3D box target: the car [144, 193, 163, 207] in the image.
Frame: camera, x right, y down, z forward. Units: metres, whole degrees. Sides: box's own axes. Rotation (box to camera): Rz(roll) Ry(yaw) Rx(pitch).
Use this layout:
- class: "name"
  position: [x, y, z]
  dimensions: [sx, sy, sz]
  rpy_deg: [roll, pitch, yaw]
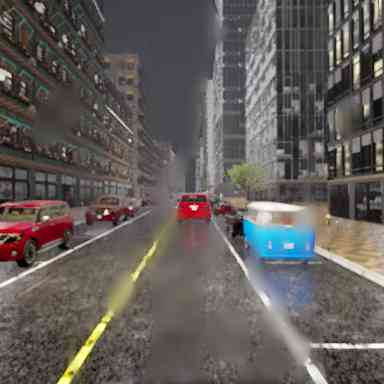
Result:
- class: "car"
  position: [-5.603, 1.038, 45.546]
  dimensions: [2.192, 1.841, 5.009]
  rpy_deg: [1, 0, 0]

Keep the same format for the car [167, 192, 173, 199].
- class: "car"
  position: [-5.552, 0.815, 79.733]
  dimensions: [2.192, 1.841, 5.009]
  rpy_deg: [1, 0, 0]

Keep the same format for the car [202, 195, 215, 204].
- class: "car"
  position: [2.756, 1.195, 56.806]
  dimensions: [1.887, 1.381, 4.507]
  rpy_deg: [1, 0, 0]

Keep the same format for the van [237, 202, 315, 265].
- class: "van"
  position: [2.736, 1.277, 11.223]
  dimensions: [1.690, 1.788, 3.998]
  rpy_deg: [1, 0, 0]

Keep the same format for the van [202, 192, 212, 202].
- class: "van"
  position: [2.769, 0.954, 62.502]
  dimensions: [1.690, 1.788, 3.998]
  rpy_deg: [1, 0, 0]

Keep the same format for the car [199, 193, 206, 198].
- class: "car"
  position: [2.807, 0.951, 91.161]
  dimensions: [1.752, 1.417, 4.829]
  rpy_deg: [1, 0, 0]

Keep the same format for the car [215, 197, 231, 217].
- class: "car"
  position: [2.714, 1.415, 28.317]
  dimensions: [1.802, 1.307, 4.206]
  rpy_deg: [1, 0, 0]

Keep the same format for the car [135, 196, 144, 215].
- class: "car"
  position: [-5.630, 1.271, 28.453]
  dimensions: [1.967, 1.590, 4.097]
  rpy_deg: [1, 0, 0]

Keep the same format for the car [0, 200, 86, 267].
- class: "car"
  position: [-5.653, 1.249, 11.356]
  dimensions: [2.192, 1.841, 5.009]
  rpy_deg: [1, 0, 0]

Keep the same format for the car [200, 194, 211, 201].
- class: "car"
  position: [2.772, 1.142, 68.201]
  dimensions: [1.947, 1.339, 4.313]
  rpy_deg: [1, 0, 0]

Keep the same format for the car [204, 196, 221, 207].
- class: "car"
  position: [2.739, 1.291, 45.411]
  dimensions: [1.947, 1.339, 4.313]
  rpy_deg: [1, 0, 0]

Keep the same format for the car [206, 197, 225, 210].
- class: "car"
  position: [2.731, 1.327, 39.712]
  dimensions: [1.947, 1.339, 4.313]
  rpy_deg: [1, 0, 0]

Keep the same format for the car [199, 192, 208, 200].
- class: "car"
  position: [2.792, 0.942, 79.596]
  dimensions: [1.967, 1.590, 4.097]
  rpy_deg: [1, 0, 0]

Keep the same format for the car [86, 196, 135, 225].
- class: "car"
  position: [-5.636, 1.181, 22.752]
  dimensions: [2.192, 1.841, 5.009]
  rpy_deg: [1, 0, 0]

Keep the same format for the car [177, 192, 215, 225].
- class: "car"
  position: [0.136, 1.089, 22.969]
  dimensions: [2.150, 2.045, 5.566]
  rpy_deg: [0, 1, 0]

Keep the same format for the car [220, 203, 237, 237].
- class: "car"
  position: [2.706, 1.468, 16.921]
  dimensions: [1.947, 1.339, 4.313]
  rpy_deg: [1, 0, 0]

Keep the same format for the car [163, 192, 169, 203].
- class: "car"
  position: [-5.591, 1.215, 56.943]
  dimensions: [1.947, 1.339, 4.313]
  rpy_deg: [1, 0, 0]

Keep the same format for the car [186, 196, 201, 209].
- class: "car"
  position: [0.162, 1.254, 41.684]
  dimensions: [1.837, 1.490, 4.892]
  rpy_deg: [0, 1, 0]
